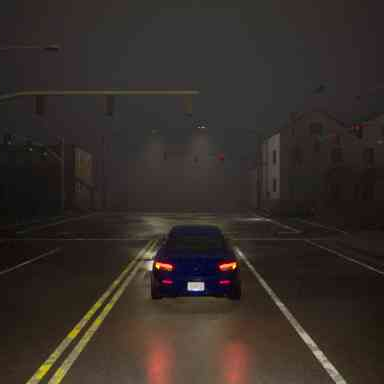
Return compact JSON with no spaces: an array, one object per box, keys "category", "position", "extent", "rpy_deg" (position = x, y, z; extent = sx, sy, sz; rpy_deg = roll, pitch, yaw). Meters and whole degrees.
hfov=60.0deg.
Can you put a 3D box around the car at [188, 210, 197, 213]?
[{"category":"car","position":[0.056,3.562,50.143],"extent":[1.812,1.442,4.674],"rpy_deg":[0,-9,0]}]

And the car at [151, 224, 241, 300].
[{"category":"car","position":[0.087,1.526,8.263],"extent":[1.812,1.442,4.674],"rpy_deg":[0,0,0]}]

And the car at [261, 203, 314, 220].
[{"category":"car","position":[7.902,1.572,27.669],"extent":[4.181,1.385,1.994],"rpy_deg":[0,0,-6]}]
